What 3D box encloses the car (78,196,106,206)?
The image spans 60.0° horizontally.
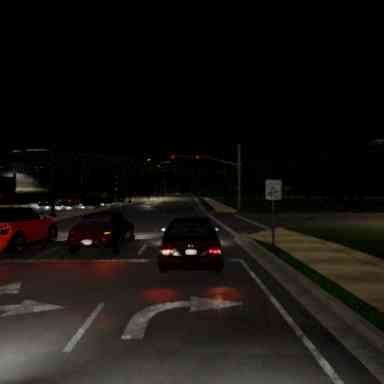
[{"bbox_3d":[-16.250,1.568,54.413,2.033,1.411,5.357,0,0,1],"label":"car"}]

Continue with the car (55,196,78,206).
[{"bbox_3d":[-19.755,1.373,53.650,2.097,1.767,4.553,0,0,1],"label":"car"}]

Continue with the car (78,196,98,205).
[{"bbox_3d":[-19.693,1.571,63.061,2.033,1.411,5.357,0,0,0],"label":"car"}]

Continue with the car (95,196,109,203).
[{"bbox_3d":[-19.678,1.622,73.018,1.895,1.301,4.718,0,0,0],"label":"car"}]

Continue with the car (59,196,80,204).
[{"bbox_3d":[-23.192,1.518,63.323,2.128,1.511,4.902,0,0,0],"label":"car"}]

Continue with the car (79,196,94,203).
[{"bbox_3d":[-23.178,1.580,73.082,1.994,1.385,4.181,0,0,0],"label":"car"}]

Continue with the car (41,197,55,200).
[{"bbox_3d":[-23.242,1.527,54.197,1.837,1.490,4.892,0,0,1],"label":"car"}]

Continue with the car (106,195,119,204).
[{"bbox_3d":[-16.191,1.571,64.474,2.033,1.411,5.357,0,0,0],"label":"car"}]

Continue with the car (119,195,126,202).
[{"bbox_3d":[-16.176,1.527,74.652,1.837,1.490,4.892,0,0,0],"label":"car"}]

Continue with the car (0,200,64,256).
[{"bbox_3d":[-7.125,1.358,13.261,2.097,1.767,4.553,0,0,-1],"label":"car"}]

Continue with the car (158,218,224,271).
[{"bbox_3d":[-0.053,1.551,10.823,2.033,1.411,5.357,0,0,-1],"label":"car"}]

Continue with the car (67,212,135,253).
[{"bbox_3d":[-3.560,1.531,13.578,1.812,1.442,4.674,0,0,0],"label":"car"}]
